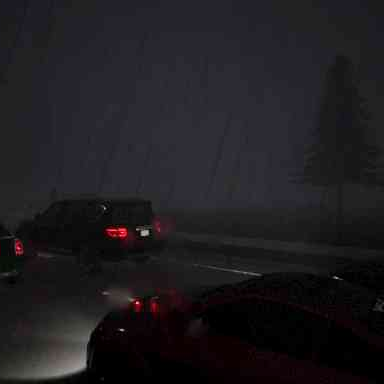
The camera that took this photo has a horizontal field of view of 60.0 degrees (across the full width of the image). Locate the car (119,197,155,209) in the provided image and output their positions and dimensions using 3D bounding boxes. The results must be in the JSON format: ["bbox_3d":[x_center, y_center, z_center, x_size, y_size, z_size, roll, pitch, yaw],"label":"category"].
[{"bbox_3d":[-7.450,1.478,45.850,1.882,1.535,5.008,0,0,36],"label":"car"}]

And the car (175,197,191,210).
[{"bbox_3d":[-2.579,1.601,40.654,1.895,1.301,4.718,0,0,36],"label":"car"}]

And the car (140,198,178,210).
[{"bbox_3d":[-4.268,1.548,44.271,2.033,1.411,5.357,0,0,36],"label":"car"}]

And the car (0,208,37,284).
[{"bbox_3d":[-6.217,1.352,8.391,4.553,1.767,2.097,0,0,36],"label":"car"}]

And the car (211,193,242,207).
[{"bbox_3d":[5.847,1.225,52.168,2.150,2.045,5.566,0,-1,37],"label":"car"}]

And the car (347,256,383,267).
[{"bbox_3d":[4.703,1.478,4.933,5.008,1.535,1.882,0,0,35],"label":"car"}]

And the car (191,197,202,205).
[{"bbox_3d":[0.779,1.526,57.088,1.812,1.442,4.674,0,0,36],"label":"car"}]

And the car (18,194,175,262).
[{"bbox_3d":[-3.473,1.221,10.732,5.566,2.045,2.150,0,0,36],"label":"car"}]

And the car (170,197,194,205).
[{"bbox_3d":[-1.774,1.601,59.520,1.895,1.301,4.718,0,0,36],"label":"car"}]

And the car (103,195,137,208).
[{"bbox_3d":[-10.306,1.351,47.876,2.097,1.767,4.553,0,0,36],"label":"car"}]

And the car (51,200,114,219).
[{"bbox_3d":[-9.929,1.547,30.584,2.033,1.411,5.357,0,0,36],"label":"car"}]

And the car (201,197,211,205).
[{"bbox_3d":[4.114,1.601,55.709,1.895,1.301,4.718,0,0,36],"label":"car"}]

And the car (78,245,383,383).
[{"bbox_3d":[0.834,1.564,3.394,4.181,1.385,1.994,0,0,35],"label":"car"}]

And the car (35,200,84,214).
[{"bbox_3d":[-14.401,1.601,36.340,1.895,1.301,4.718,0,0,36],"label":"car"}]

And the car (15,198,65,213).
[{"bbox_3d":[-17.350,1.504,38.239,1.837,1.490,4.892,0,0,36],"label":"car"}]
